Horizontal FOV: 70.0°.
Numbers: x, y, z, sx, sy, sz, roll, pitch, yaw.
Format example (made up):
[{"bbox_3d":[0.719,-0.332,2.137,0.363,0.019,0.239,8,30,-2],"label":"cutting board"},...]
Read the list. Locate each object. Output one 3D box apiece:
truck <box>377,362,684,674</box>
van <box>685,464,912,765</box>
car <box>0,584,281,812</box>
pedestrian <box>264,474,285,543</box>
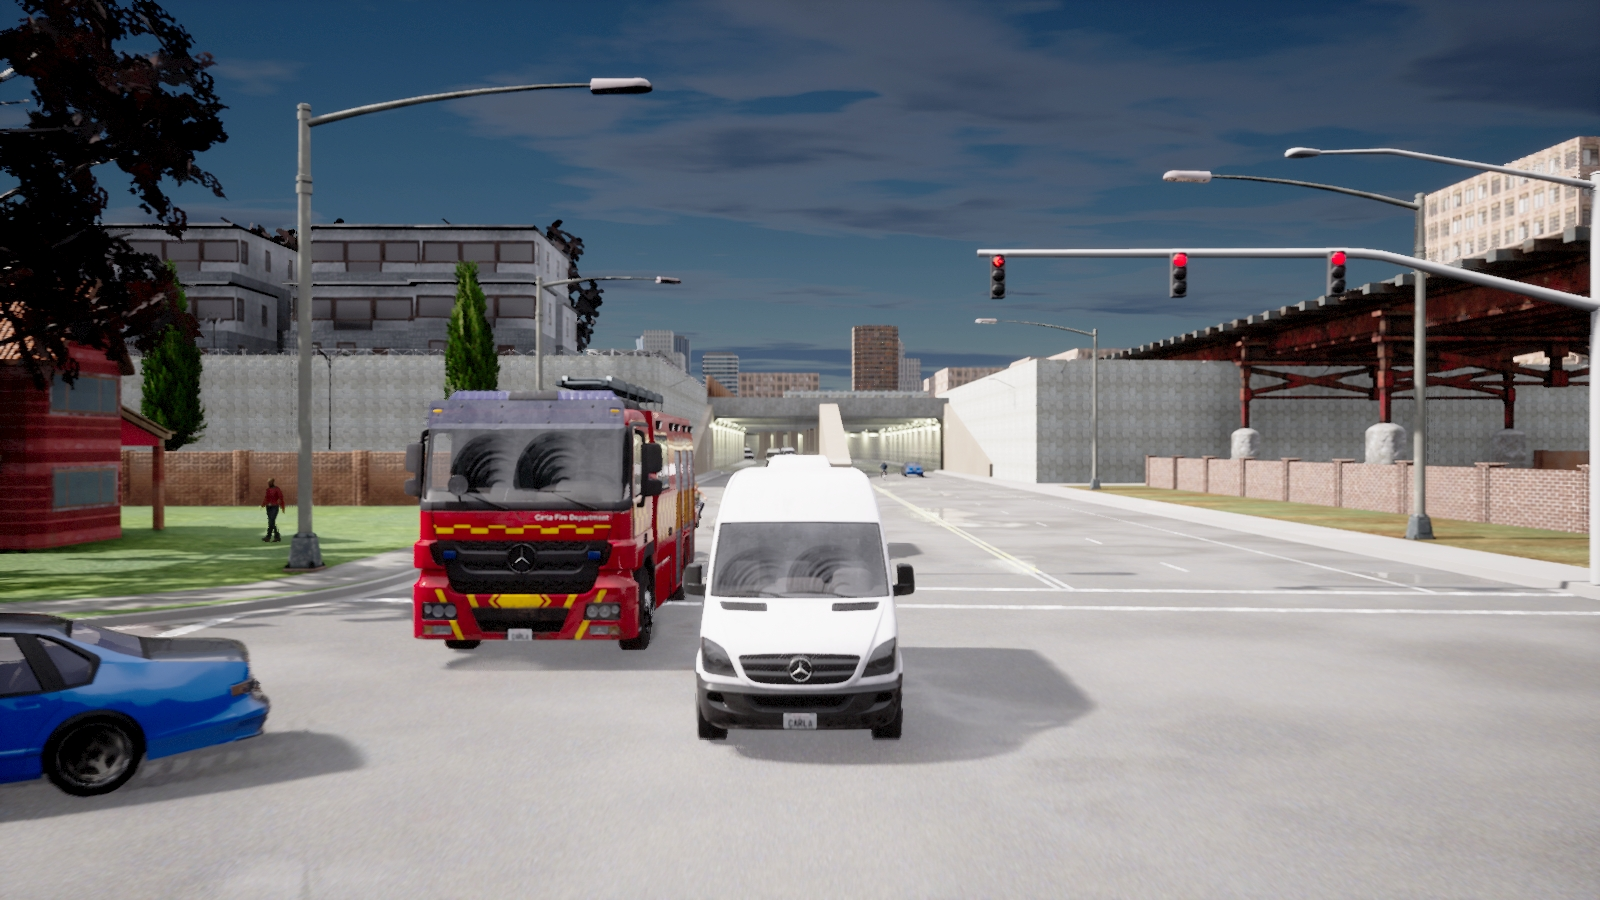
[{"bbox_3d":[-3.743,0.826,18.276,2.891,3.827,8.468,0,0,0],"label":"truck"},{"bbox_3d":[-0.013,1.485,13.010,1.988,2.561,5.915,0,0,0],"label":"van"},{"bbox_3d":[-7.243,2.053,9.200,5.357,1.411,2.033,0,0,-32],"label":"car"},{"bbox_3d":[-14.440,1.595,31.386,0.375,1.860,0.375,0,0,19],"label":"pedestrian"}]
